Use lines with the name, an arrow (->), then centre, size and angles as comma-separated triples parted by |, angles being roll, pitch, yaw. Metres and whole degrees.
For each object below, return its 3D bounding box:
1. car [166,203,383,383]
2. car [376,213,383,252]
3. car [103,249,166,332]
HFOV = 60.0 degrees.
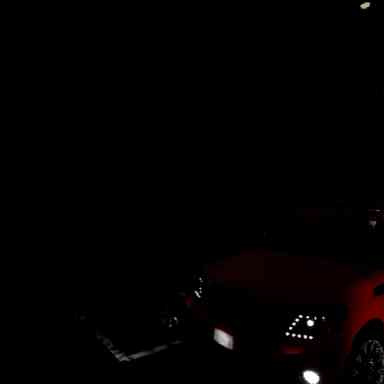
car -> 2.570, 1.221, 5.199 | 5.566, 2.045, 2.150 | 0, 0, -36
car -> 9.428, 1.527, 13.286 | 4.829, 1.417, 1.752 | 0, 0, -36
car -> 0.400, 1.566, 6.843 | 4.313, 1.339, 1.947 | 0, 0, -36
